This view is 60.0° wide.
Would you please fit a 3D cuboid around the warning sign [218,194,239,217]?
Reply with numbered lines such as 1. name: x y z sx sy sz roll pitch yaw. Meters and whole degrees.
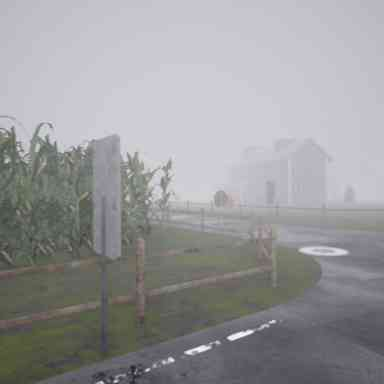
1. warning sign: 3.062 1.115 27.940 1.300 1.860 1.060 0 0 -35
